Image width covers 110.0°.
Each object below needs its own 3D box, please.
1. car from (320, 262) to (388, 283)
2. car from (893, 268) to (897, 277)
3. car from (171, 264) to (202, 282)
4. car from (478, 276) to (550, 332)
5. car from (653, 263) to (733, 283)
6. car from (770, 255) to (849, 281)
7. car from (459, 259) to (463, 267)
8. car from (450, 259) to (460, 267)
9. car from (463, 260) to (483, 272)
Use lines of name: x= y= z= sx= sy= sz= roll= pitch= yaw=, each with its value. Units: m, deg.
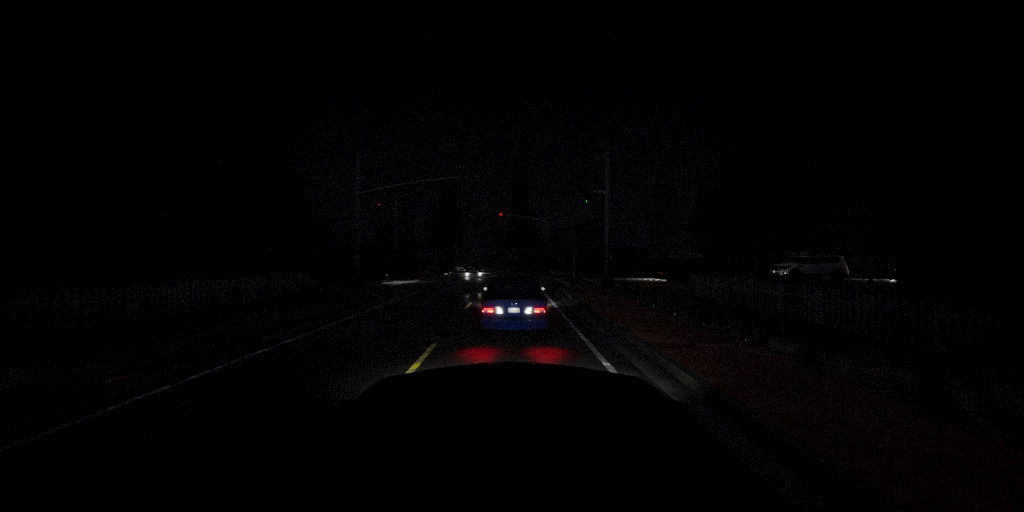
car: x=-12.001 y=1.239 z=27.394 sx=4.892 sy=1.490 sz=1.837 roll=0 pitch=0 yaw=0
car: x=34.524 y=1.087 z=29.607 sx=4.553 sy=1.767 sz=2.097 roll=0 pitch=0 yaw=2
car: x=-26.606 y=1.296 z=27.718 sx=4.181 sy=1.385 sz=1.994 roll=0 pitch=0 yaw=2
car: x=0.062 y=1.297 z=10.777 sx=2.033 sy=1.411 sz=5.357 roll=0 pitch=0 yaw=0
car: x=13.366 y=1.282 z=26.548 sx=5.357 sy=1.411 sz=2.033 roll=0 pitch=0 yaw=2
car: x=24.678 y=0.956 z=29.915 sx=5.566 sy=2.045 sz=2.150 roll=0 pitch=0 yaw=1
car: x=-6.317 y=1.263 z=54.362 sx=2.033 sy=1.411 sz=5.357 roll=0 pitch=0 yaw=-14
car: x=-9.703 y=1.263 z=64.394 sx=2.033 sy=1.411 sz=5.357 roll=0 pitch=0 yaw=-23
car: x=-4.780 y=1.220 z=44.704 sx=1.837 sy=1.490 sz=4.892 roll=0 pitch=0 yaw=-6
